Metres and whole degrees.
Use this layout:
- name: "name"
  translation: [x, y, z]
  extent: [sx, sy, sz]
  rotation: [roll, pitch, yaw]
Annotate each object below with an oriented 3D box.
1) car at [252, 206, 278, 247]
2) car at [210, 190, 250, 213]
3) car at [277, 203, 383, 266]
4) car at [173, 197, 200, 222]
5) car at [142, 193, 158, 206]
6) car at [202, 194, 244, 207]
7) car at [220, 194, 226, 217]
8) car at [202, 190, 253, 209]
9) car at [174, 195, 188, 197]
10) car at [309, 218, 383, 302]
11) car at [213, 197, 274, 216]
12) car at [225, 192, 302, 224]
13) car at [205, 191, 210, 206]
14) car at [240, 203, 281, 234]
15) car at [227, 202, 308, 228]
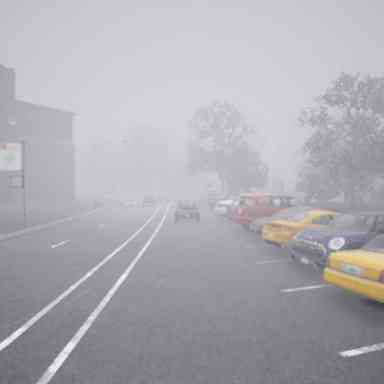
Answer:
- name: "car"
  translation: [5.187, 1.489, 13.130]
  extent: [5.008, 1.535, 2.097]
  rotation: [1, 0, -21]
- name: "car"
  translation: [4.743, 1.106, 27.975]
  extent: [5.566, 2.045, 2.435]
  rotation: [0, 1, -22]
- name: "car"
  translation: [5.272, 1.364, 10.164]
  extent: [4.553, 1.767, 2.185]
  rotation: [1, 0, -21]
- name: "car"
  translation: [-0.397, 1.403, 25.386]
  extent: [2.128, 1.511, 4.902]
  rotation: [0, 1, -2]
- name: "car"
  translation: [-5.514, 0.917, 43.671]
  extent: [1.837, 1.490, 4.892]
  rotation: [0, 1, -3]
- name: "car"
  translation: [4.033, 1.012, 42.839]
  extent: [4.892, 1.521, 2.231]
  rotation: [0, 1, -24]
- name: "car"
  translation: [4.848, 1.278, 25.009]
  extent: [4.553, 1.767, 2.185]
  rotation: [0, 1, -22]
- name: "car"
  translation: [4.233, 0.834, 39.880]
  extent: [5.566, 2.045, 2.435]
  rotation: [0, 1, -23]
- name: "car"
  translation: [-1.188, 1.081, 42.273]
  extent: [2.033, 1.411, 5.357]
  rotation: [0, 1, -3]
- name: "car"
  translation: [5.453, 1.487, 7.255]
  extent: [5.366, 1.575, 1.946]
  rotation: [1, 0, -21]
- name: "car"
  translation: [4.812, 1.297, 31.049]
  extent: [5.366, 1.575, 1.946]
  rotation: [0, 1, -23]
- name: "car"
  translation: [5.086, 1.216, 19.088]
  extent: [5.566, 2.045, 2.435]
  rotation: [1, 0, -22]
- name: "car"
  translation: [4.341, 0.908, 36.880]
  extent: [5.566, 2.045, 2.435]
  rotation: [0, 2, -23]
- name: "car"
  translation: [5.140, 1.484, 16.099]
  extent: [4.892, 1.521, 2.231]
  rotation: [1, 1, -22]
- name: "car"
  translation: [4.998, 1.470, 22.064]
  extent: [4.792, 1.488, 2.163]
  rotation: [0, 0, -22]
